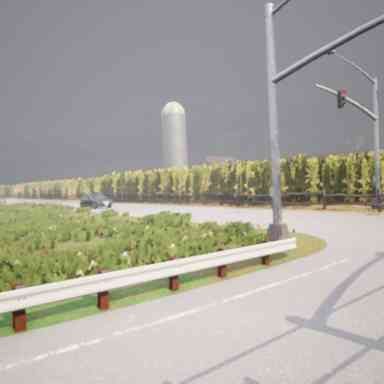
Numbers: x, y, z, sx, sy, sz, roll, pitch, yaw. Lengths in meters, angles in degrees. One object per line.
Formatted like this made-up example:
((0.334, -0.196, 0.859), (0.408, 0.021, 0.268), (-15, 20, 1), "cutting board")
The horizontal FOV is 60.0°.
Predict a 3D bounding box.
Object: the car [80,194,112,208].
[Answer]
((-9.725, 0.935, 33.547), (2.128, 1.511, 4.902), (-5, 3, -40), "car")
